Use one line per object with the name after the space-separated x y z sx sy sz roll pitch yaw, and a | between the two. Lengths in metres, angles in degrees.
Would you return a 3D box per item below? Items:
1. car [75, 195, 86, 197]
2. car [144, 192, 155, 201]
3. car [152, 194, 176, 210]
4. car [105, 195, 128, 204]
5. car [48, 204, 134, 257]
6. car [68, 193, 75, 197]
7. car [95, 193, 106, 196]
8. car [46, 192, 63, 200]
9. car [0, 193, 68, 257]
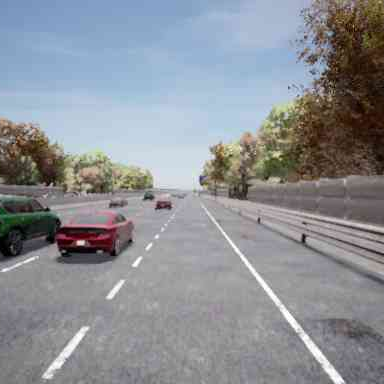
-24.509 1.136 76.450 1.895 1.301 4.718 1 0 0 | car
-10.510 1.127 81.891 2.150 2.045 5.566 1 0 0 | car
-3.499 1.443 42.409 1.882 1.535 5.008 1 0 0 | car
-10.504 1.450 47.818 2.033 1.411 5.357 1 0 0 | car
-3.494 1.446 12.918 1.882 1.535 5.008 1 0 0 | car
-28.008 0.987 76.478 1.882 1.535 5.008 1 0 0 | car
-21.007 0.927 76.511 2.097 1.767 4.553 1 0 0 | car
-31.507 0.833 76.507 2.097 1.767 4.553 1 0 0 | car
-6.989 1.158 12.771 2.150 2.045 5.566 1 0 0 | car
